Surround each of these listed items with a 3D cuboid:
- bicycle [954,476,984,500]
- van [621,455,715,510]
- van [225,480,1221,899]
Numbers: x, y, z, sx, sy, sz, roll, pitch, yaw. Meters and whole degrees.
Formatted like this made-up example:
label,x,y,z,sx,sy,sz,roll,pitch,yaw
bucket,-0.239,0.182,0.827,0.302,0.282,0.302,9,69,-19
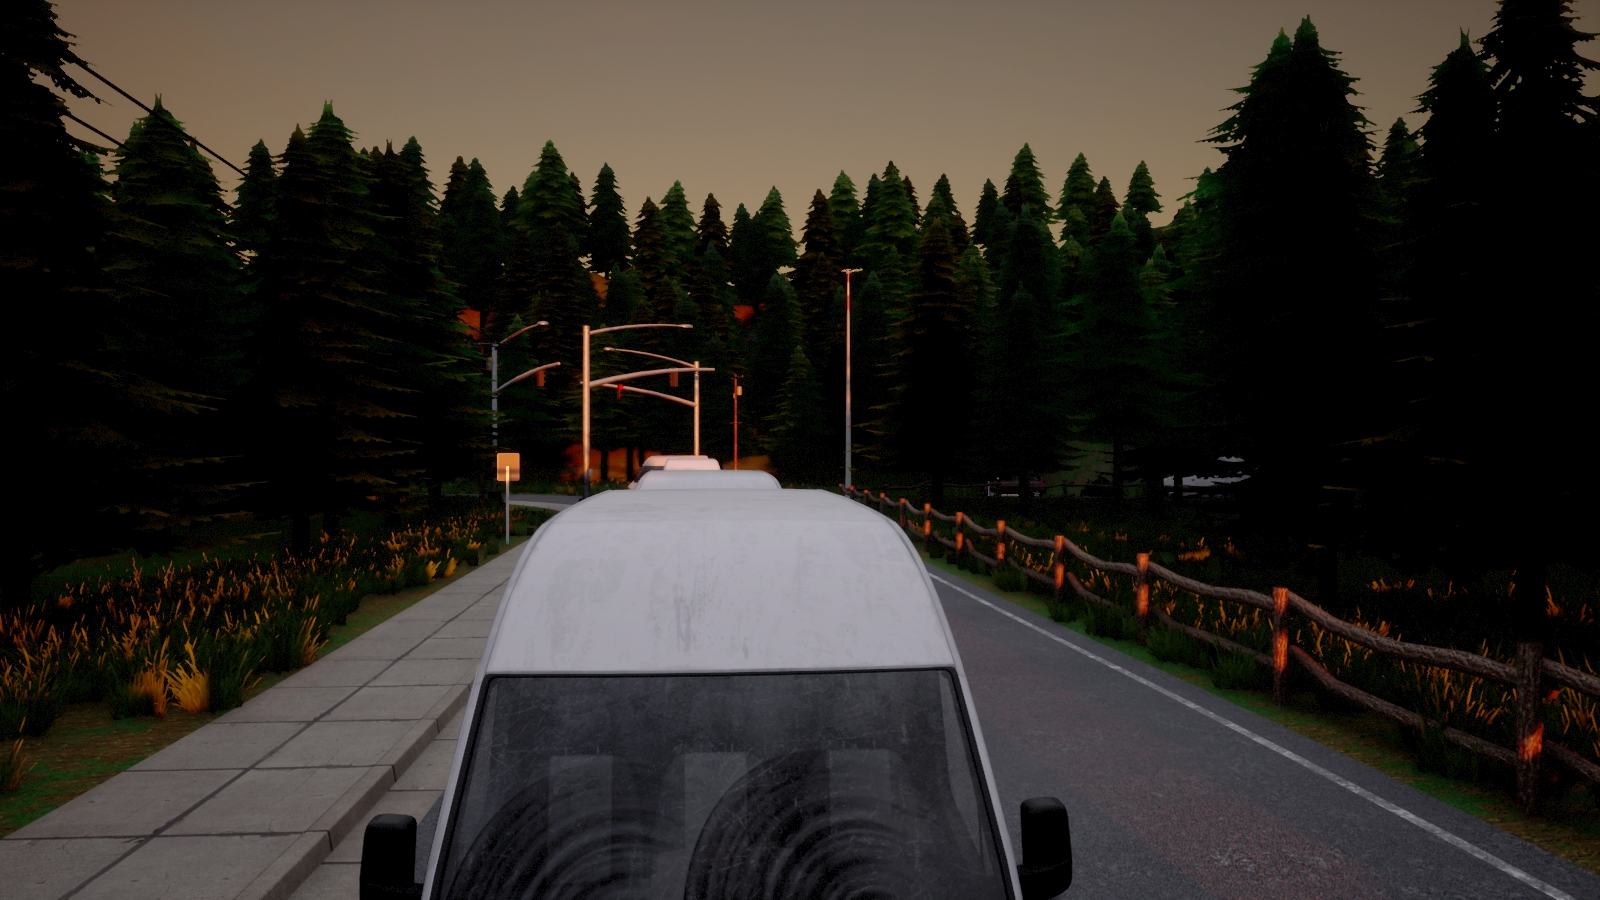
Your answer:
label,x,y,z,sx,sy,sz,roll,pitch,yaw
bicycle,9.631,2.159,65.250,1.487,1.276,0.859,-1,1,-8
van,-6.385,1.516,56.029,1.988,2.561,5.915,0,0,22
van,-0.361,1.500,5.231,1.988,2.561,5.915,0,0,-5
